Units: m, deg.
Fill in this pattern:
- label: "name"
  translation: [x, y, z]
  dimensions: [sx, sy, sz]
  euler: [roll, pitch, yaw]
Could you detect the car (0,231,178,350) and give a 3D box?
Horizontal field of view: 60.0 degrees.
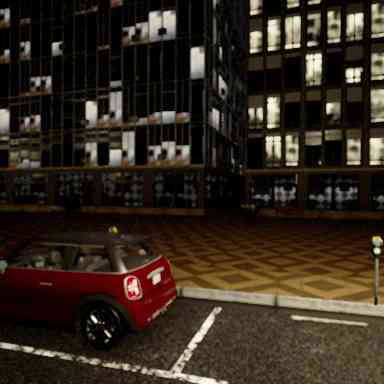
- label: "car"
  translation: [-2.427, 1.439, 6.008]
  dimensions: [4.097, 1.590, 1.967]
  euler: [0, 0, 17]
